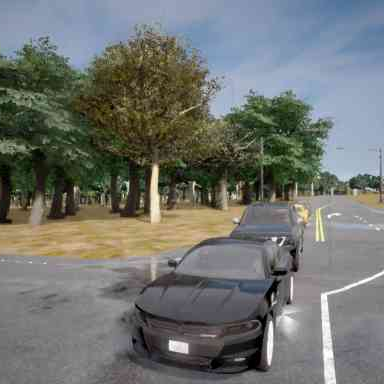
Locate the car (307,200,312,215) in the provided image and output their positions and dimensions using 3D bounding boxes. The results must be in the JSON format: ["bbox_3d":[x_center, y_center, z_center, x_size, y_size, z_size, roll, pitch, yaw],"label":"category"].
[{"bbox_3d":[9.370,1.723,29.477,1.812,1.442,4.674,-1,0,21],"label":"car"}]

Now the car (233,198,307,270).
[{"bbox_3d":[2.894,1.459,12.330,2.150,2.045,5.566,-2,0,21],"label":"car"}]

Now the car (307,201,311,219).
[{"bbox_3d":[7.298,1.663,23.978,1.882,1.535,5.008,-1,0,21],"label":"car"}]

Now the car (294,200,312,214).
[{"bbox_3d":[13.418,1.746,40.052,1.812,1.442,4.674,-1,0,21],"label":"car"}]

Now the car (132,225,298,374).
[{"bbox_3d":[0.758,1.612,6.195,1.882,1.535,5.008,-1,-2,21],"label":"car"}]

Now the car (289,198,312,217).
[{"bbox_3d":[11.410,1.562,34.847,2.097,1.767,4.553,-1,0,21],"label":"car"}]
